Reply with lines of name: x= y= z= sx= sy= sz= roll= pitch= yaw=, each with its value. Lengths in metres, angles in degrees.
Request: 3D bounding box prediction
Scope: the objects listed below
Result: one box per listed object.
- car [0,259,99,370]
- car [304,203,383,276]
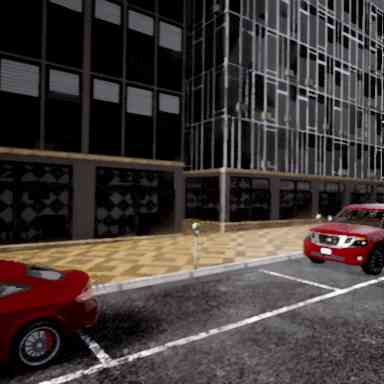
car: x=-3.323 y=1.582 z=4.174 sx=4.206 sy=1.307 sz=1.802 roll=0 pitch=1 yaw=-35
car: x=5.756 y=1.318 z=10.647 sx=5.009 sy=1.841 sz=2.192 roll=0 pitch=1 yaw=-35
